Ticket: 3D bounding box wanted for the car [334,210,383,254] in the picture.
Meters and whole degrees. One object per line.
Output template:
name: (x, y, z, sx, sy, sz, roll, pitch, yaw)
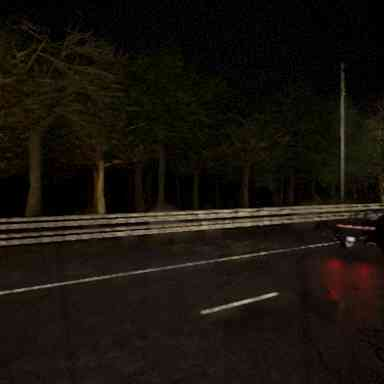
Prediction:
car: (7.713, 1.465, 13.257, 4.902, 1.511, 2.128, 0, 0, -33)
